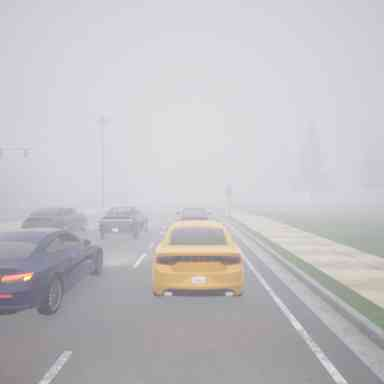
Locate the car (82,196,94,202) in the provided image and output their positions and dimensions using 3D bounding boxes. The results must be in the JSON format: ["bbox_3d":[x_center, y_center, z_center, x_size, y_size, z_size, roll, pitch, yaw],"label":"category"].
[{"bbox_3d":[-23.045,1.572,74.354,1.895,1.301,4.718,0,0,0],"label":"car"}]

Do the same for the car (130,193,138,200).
[{"bbox_3d":[-15.996,1.197,89.932,2.150,2.045,5.566,0,0,0],"label":"car"}]

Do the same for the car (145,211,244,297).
[{"bbox_3d":[0.130,1.475,8.629,1.882,1.535,5.008,0,0,0],"label":"car"}]

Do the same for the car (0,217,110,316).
[{"bbox_3d":[-3.396,1.523,7.414,1.812,1.442,4.674,0,0,1],"label":"car"}]

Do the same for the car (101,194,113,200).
[{"bbox_3d":[-22.996,1.450,89.947,1.882,1.535,5.008,0,0,0],"label":"car"}]

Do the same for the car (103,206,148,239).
[{"bbox_3d":[-3.432,1.487,17.357,2.128,1.511,4.902,0,0,0],"label":"car"}]

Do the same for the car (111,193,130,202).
[{"bbox_3d":[-16.045,1.332,74.443,2.097,1.767,4.553,0,0,0],"label":"car"}]

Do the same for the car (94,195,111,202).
[{"bbox_3d":[-19.545,1.517,74.404,2.033,1.411,5.357,0,0,0],"label":"car"}]

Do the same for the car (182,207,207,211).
[{"bbox_3d":[0.122,1.520,18.210,1.812,1.442,4.674,0,0,-1],"label":"car"}]

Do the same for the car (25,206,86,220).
[{"bbox_3d":[-6.933,1.501,17.321,1.837,1.490,4.892,0,0,0],"label":"car"}]

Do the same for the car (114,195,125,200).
[{"bbox_3d":[-19.495,1.524,89.959,1.994,1.385,4.181,0,0,0],"label":"car"}]
